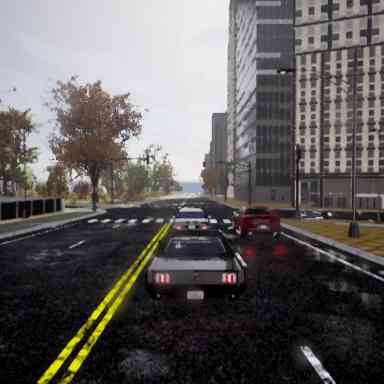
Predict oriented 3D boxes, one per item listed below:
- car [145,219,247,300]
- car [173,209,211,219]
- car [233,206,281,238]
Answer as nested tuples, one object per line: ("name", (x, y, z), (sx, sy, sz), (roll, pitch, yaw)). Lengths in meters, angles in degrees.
("car", (0.071, 1.591, 8.279), (1.895, 1.301, 4.718), (0, 0, 0))
("car", (-0.016, 1.530, 16.519), (2.033, 1.411, 5.357), (0, 0, 0))
("car", (3.298, 1.459, 17.665), (1.882, 1.535, 5.008), (0, 0, 1))
